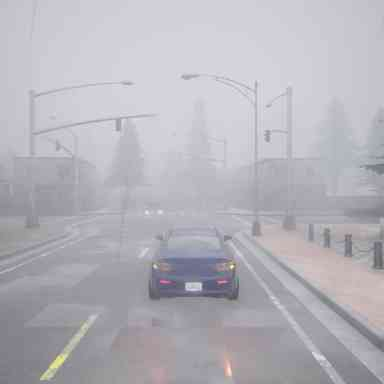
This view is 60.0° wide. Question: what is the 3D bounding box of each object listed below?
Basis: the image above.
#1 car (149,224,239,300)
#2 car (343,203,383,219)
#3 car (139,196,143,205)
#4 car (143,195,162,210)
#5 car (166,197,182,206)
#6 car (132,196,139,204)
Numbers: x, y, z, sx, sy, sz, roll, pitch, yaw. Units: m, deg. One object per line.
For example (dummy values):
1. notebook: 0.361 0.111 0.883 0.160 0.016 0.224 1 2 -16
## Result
1. car: 0.041 1.526 8.256 1.812 1.442 4.674 0 0 0
2. car: 15.443 1.585 28.132 4.718 1.301 1.895 0 0 2
3. car: -6.689 1.318 52.971 2.097 1.767 4.553 0 0 -15
4. car: -4.938 1.443 43.084 1.882 1.535 5.008 0 0 -6
5. car: -2.881 1.529 53.171 1.994 1.385 4.181 0 0 -14
6. car: -10.082 1.470 62.777 1.837 1.490 4.892 0 0 -23
